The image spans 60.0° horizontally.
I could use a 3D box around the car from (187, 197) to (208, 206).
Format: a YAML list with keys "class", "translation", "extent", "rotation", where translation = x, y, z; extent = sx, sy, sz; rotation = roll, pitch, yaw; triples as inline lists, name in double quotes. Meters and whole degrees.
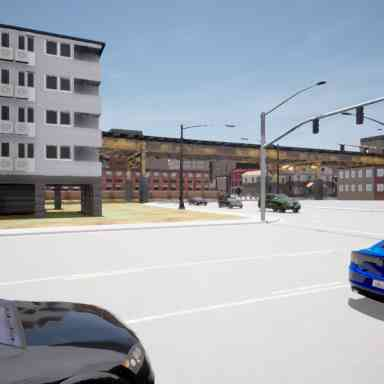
- class: "car"
  translation: [0.846, 1.547, 55.884]
  extent: [2.033, 1.411, 5.357]
  rotation: [0, 0, -20]

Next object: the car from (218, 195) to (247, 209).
- class: "car"
  translation: [5.267, 1.526, 46.433]
  extent: [1.812, 1.442, 4.674]
  rotation: [0, 0, -25]

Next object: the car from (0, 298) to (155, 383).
- class: "car"
  translation: [-2.423, 1.564, 2.754]
  extent: [4.181, 1.385, 1.994]
  rotation: [0, 0, -32]

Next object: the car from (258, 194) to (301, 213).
- class: "car"
  translation: [9.641, 1.222, 37.280]
  extent: [2.150, 2.045, 5.566]
  rotation: [0, 0, -26]

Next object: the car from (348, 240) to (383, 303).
- class: "car"
  translation: [5.554, 1.478, 6.907]
  extent: [5.008, 1.535, 1.882]
  rotation: [0, 0, -25]
